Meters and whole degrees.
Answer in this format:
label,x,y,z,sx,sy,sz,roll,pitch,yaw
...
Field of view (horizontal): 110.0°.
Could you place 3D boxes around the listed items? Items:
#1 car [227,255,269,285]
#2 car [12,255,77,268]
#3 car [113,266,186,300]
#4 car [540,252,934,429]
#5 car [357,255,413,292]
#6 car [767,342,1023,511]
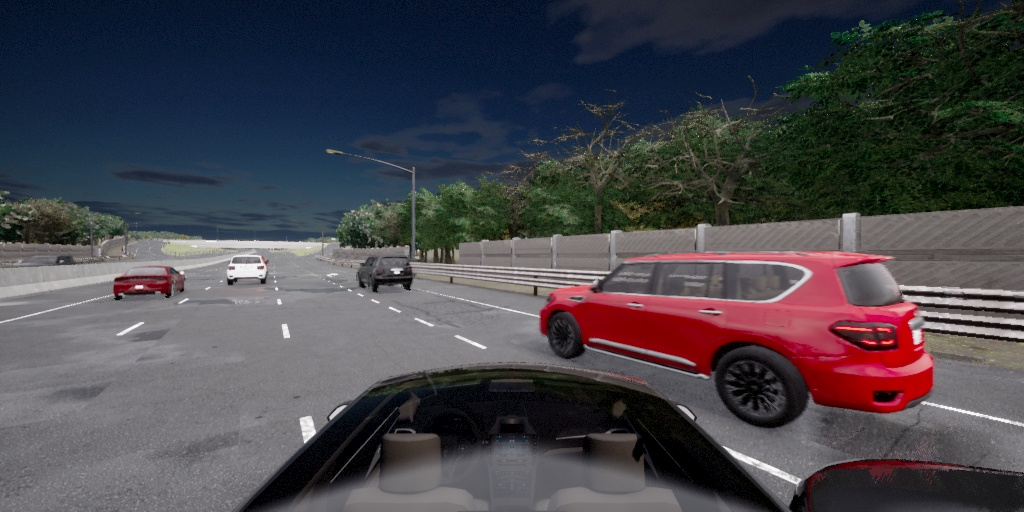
label,x,y,z,sx,sy,sz,roll,pitch,yaw
car,-19.288,0.956,26.244,2.150,2.045,5.566,0,0,-34
car,-38.874,0.937,29.961,2.150,2.045,5.566,0,0,-34
car,-17.931,1.218,17.957,1.882,1.535,5.008,0,0,-34
car,2.825,0.969,6.045,2.150,2.045,5.566,0,0,-34
car,-7.720,0.967,21.598,2.150,2.045,5.566,0,0,-34
car,2.985,1.315,0.521,4.181,1.385,1.994,0,0,34
